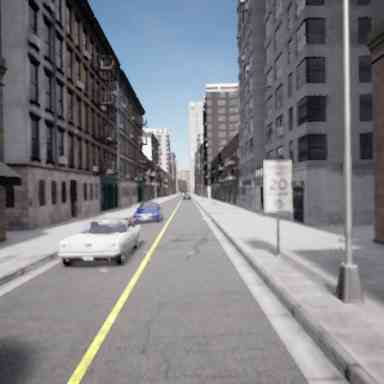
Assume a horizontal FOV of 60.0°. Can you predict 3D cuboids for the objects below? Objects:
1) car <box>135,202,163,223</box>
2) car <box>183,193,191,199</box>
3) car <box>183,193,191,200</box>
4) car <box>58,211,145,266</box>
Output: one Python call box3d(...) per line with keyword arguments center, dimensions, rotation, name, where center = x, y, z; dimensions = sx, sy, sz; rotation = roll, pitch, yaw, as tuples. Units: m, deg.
box3d(center=(-3.190, 1.481, 25.084), dimensions=(1.812, 1.442, 4.674), rotation=(-1, 0, -1), name="car")
box3d(center=(-1.388, 1.046, 91.469), dimensions=(2.097, 1.767, 4.553), rotation=(-1, 0, -1), name="car")
box3d(center=(-1.230, 1.319, 81.445), dimensions=(1.994, 1.385, 4.181), rotation=(-1, 0, -1), name="car")
box3d(center=(-3.004, 1.600, 11.745), dimensions=(1.895, 1.301, 4.718), rotation=(-1, 0, -1), name="car")
